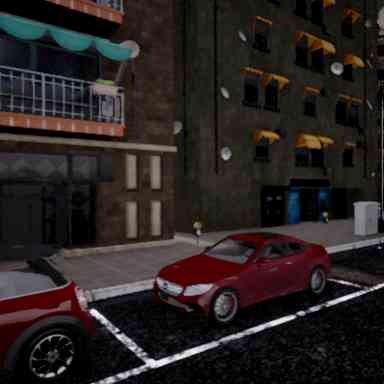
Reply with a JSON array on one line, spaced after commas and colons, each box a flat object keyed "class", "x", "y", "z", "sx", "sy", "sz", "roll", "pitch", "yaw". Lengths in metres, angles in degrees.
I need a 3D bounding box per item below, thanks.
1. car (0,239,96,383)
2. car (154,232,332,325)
[{"class": "car", "x": -3.336, "y": 1.445, "z": 3.725, "sx": 4.097, "sy": 1.590, "sz": 1.967, "roll": -1, "pitch": 0, "yaw": -35}, {"class": "car", "x": 1.236, "y": 1.536, "z": 6.950, "sx": 4.206, "sy": 1.307, "sz": 1.802, "roll": -1, "pitch": 0, "yaw": -35}]
